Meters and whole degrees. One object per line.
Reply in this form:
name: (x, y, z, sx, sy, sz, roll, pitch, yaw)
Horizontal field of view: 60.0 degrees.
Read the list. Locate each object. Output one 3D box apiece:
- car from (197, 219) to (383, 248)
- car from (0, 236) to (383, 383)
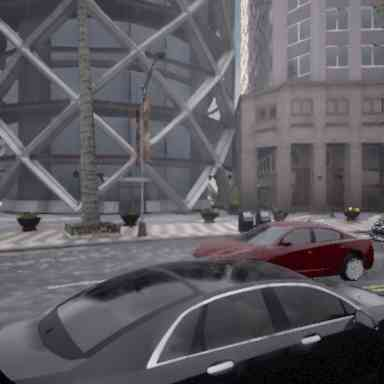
car: (2.443, 1.523, 8.775, 5.008, 1.535, 1.882, 0, -1, -22)
car: (0.568, 1.527, 3.670, 4.892, 1.490, 1.837, 0, 0, -31)
